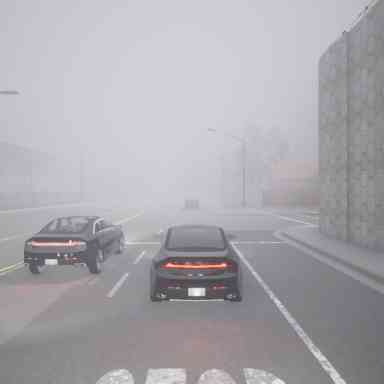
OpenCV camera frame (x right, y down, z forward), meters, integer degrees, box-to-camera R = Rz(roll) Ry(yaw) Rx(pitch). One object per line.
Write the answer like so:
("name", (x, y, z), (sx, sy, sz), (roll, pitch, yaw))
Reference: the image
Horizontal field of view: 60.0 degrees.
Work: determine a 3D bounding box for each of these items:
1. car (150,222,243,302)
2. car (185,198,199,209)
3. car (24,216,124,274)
("car", (0.078, 1.505, 8.252), (1.837, 1.490, 4.892), (0, 0, 0))
("car", (-0.026, 1.491, 44.231), (2.128, 1.511, 4.902), (0, 0, 0))
("car", (-3.430, 1.492, 10.520), (2.128, 1.511, 4.902), (0, 0, 0))
